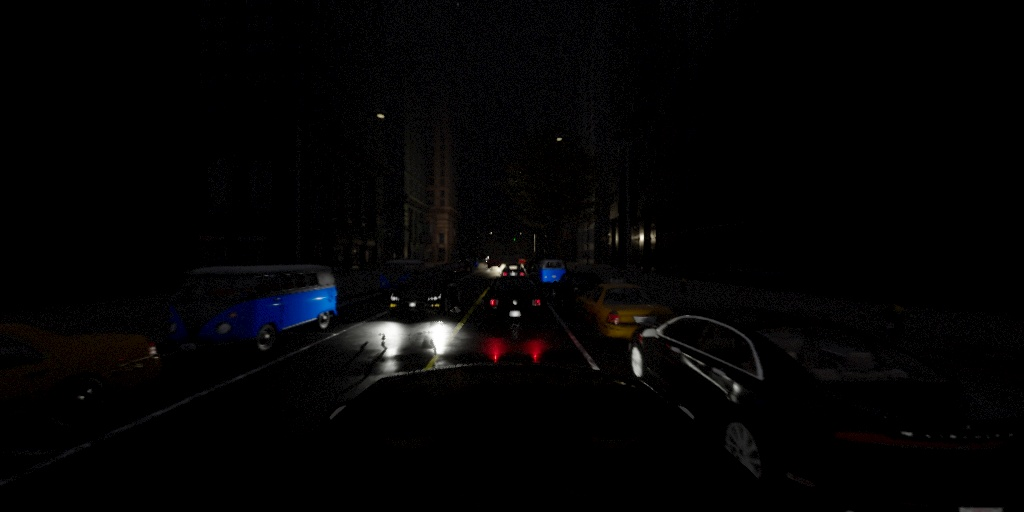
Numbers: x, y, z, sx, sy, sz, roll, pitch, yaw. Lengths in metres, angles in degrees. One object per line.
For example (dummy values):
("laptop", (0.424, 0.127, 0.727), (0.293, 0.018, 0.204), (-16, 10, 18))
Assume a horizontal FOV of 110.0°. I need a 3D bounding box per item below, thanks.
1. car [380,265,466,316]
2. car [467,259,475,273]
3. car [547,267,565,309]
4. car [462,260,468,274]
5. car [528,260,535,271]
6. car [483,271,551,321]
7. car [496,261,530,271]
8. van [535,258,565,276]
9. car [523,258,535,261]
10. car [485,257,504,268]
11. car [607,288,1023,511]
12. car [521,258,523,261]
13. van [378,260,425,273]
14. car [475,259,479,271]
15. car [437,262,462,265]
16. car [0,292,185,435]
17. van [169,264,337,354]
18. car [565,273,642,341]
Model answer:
("car", (-3.101, 1.269, 13.617), (1.837, 1.490, 4.892), (0, 0, 0))
("car", (-5.764, 1.347, 40.959), (1.888, 1.381, 4.507), (0, 0, 0))
("car", (2.762, 1.331, 14.871), (1.948, 1.339, 4.313), (0, 0, 0))
("car", (-5.763, 1.376, 35.546), (1.802, 1.307, 4.207), (0, 0, 0))
("car", (2.762, 1.345, 36.026), (2.007, 1.370, 4.403), (0, 0, 0))
("car", (0.097, 1.363, 12.473), (1.895, 1.301, 4.718), (0, 0, 0))
("car", (0.098, 1.330, 27.914), (2.033, 1.411, 5.357), (0, 0, 0))
("van", (2.762, 1.120, 25.448), (1.690, 1.789, 3.998), (0, 0, 0))
("car", (2.762, 1.117, 41.315), (2.192, 1.841, 5.009), (0, 0, 0))
("car", (-3.001, 1.120, 60.896), (2.150, 2.045, 5.566), (0, 0, 0))
("car", (2.762, 1.303, 4.292), (2.007, 1.370, 4.403), (0, 0, 0))
("car", (2.767, 1.357, 57.354), (1.751, 1.417, 4.829), (0, 0, 0))
("van", (-5.763, 1.112, 19.307), (1.690, 1.789, 3.998), (0, 0, 0))
("car", (-5.764, 1.377, 46.373), (1.948, 1.339, 4.313), (0, 0, 0))
("car", (-5.763, 1.336, 30.133), (2.007, 1.370, 4.403), (0, 0, 0))
("car", (-5.763, 1.277, 2.897), (1.751, 1.417, 4.829), (0, 0, 0))
("van", (-5.763, 1.099, 8.480), (1.690, 1.789, 3.998), (0, 0, 0))
("car", (2.762, 1.284, 9.751), (1.751, 1.417, 4.829), (0, 0, 0))
